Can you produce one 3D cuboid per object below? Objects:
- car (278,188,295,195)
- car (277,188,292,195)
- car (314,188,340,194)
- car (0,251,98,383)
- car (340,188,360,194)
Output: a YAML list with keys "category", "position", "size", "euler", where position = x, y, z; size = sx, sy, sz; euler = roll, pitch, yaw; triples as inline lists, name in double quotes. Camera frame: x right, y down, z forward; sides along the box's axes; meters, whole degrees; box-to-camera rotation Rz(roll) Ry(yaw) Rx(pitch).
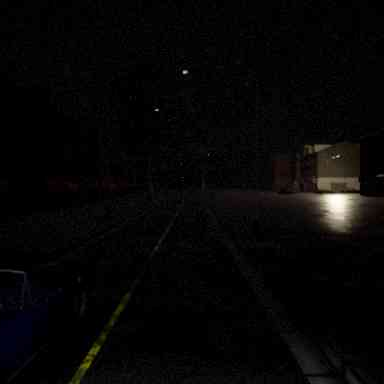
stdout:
- category: "car"
  position: [18.794, -0.178, 64.920]
  size: [1.802, 1.307, 4.206]
  euler: [1, 0, 0]
- category: "car"
  position: [18.806, -0.032, 67.846]
  size: [1.947, 1.339, 4.313]
  euler: [1, 0, 0]
- category: "car"
  position: [26.565, -0.087, 66.646]
  size: [4.206, 1.307, 1.802]
  euler: [-1, 0, 0]
- category: "car"
  position: [-2.804, 1.588, 4.369]
  size: [1.895, 1.301, 4.718]
  euler: [0, 0, 0]
- category: "car"
  position: [31.827, -0.152, 66.645]
  size: [4.313, 1.339, 1.947]
  euler: [-1, 1, 0]
